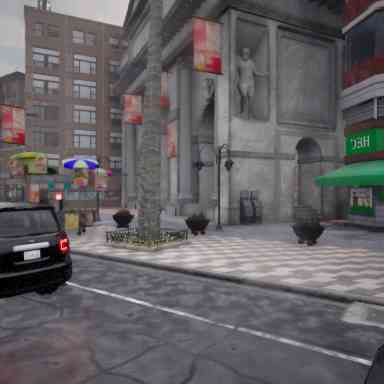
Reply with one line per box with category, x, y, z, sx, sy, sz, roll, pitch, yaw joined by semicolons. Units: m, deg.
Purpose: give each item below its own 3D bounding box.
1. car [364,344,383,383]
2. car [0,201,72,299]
car;3.595;1.547;1.316;5.357;1.411;2.033;0;0;37
car;-5.042;1.221;7.538;5.566;2.045;2.150;0;0;36
